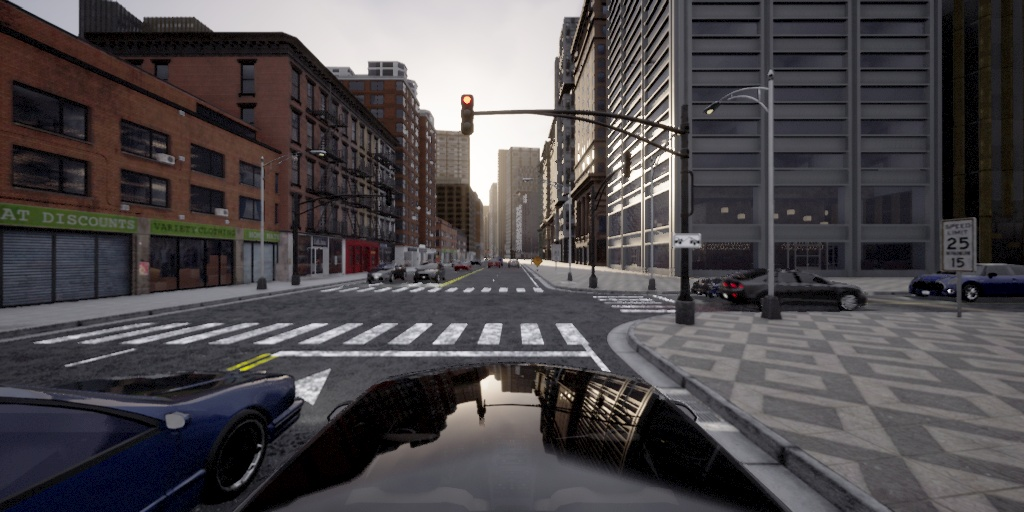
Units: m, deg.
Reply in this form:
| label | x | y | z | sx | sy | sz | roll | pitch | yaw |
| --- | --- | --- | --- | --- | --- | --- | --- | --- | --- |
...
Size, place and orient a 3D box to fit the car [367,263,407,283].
| label | x | y | z | sx | sy | sz | roll | pitch | yaw |
| --- | --- | --- | --- | --- | --- | --- | --- | --- | --- |
| car | -9.759 | 1.277 | 28.280 | 2.128 | 1.511 | 4.902 | 0 | 0 | 0 |

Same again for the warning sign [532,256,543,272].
| label | x | y | z | sx | sy | sz | roll | pitch | yaw |
| --- | --- | --- | --- | --- | --- | --- | --- | --- | --- |
| warning sign | 2.987 | 0.911 | 42.118 | 1.300 | 1.860 | 1.060 | 0 | 0 | 0 |

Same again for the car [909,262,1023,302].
| label | x | y | z | sx | sy | sz | roll | pitch | yaw |
| --- | --- | --- | --- | --- | --- | --- | --- | --- | --- |
| car | 21.783 | 1.144 | 16.904 | 4.553 | 1.767 | 2.097 | 0 | 0 | 1 |

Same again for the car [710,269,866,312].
| label | x | y | z | sx | sy | sz | roll | pitch | yaw |
| --- | --- | --- | --- | --- | --- | --- | --- | --- | --- |
| car | 10.689 | 1.283 | 13.840 | 4.892 | 1.490 | 1.837 | 0 | 0 | 1 |

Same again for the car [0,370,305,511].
| label | x | y | z | sx | sy | sz | roll | pitch | yaw |
| --- | --- | --- | --- | --- | --- | --- | --- | --- | --- |
| car | -3.150 | 1.297 | 1.353 | 2.033 | 1.411 | 5.357 | 0 | 0 | 0 |

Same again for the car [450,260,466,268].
| label | x | y | z | sx | sy | sz | roll | pitch | yaw |
| --- | --- | --- | --- | --- | --- | --- | --- | --- | --- |
| car | -9.541 | 1.369 | 63.672 | 2.033 | 1.411 | 5.357 | 0 | 0 | 0 |

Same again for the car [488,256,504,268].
| label | x | y | z | sx | sy | sz | roll | pitch | yaw |
| --- | --- | --- | --- | --- | --- | --- | --- | --- | --- |
| car | -2.952 | 1.159 | 61.621 | 2.097 | 1.767 | 4.553 | 0 | 0 | 1 |

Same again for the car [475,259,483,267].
| label | x | y | z | sx | sy | sz | roll | pitch | yaw |
| --- | --- | --- | --- | --- | --- | --- | --- | --- | --- |
| car | -6.291 | 1.121 | 63.632 | 1.895 | 1.301 | 4.718 | 0 | 0 | 0 |

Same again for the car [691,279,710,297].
| label | x | y | z | sx | sy | sz | roll | pitch | yaw |
| --- | --- | --- | --- | --- | --- | --- | --- | --- | --- |
| car | 11.523 | 1.334 | 16.979 | 5.357 | 1.411 | 2.033 | 0 | 0 | 1 |

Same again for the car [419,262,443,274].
| label | x | y | z | sx | sy | sz | roll | pitch | yaw |
| --- | --- | --- | --- | --- | --- | --- | --- | --- | --- |
| car | -9.707 | 1.396 | 43.367 | 1.895 | 1.301 | 4.718 | 0 | 0 | 0 |

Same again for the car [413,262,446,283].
| label | x | y | z | sx | sy | sz | roll | pitch | yaw |
| --- | --- | --- | --- | --- | --- | --- | --- | --- | --- |
| car | -6.521 | 1.289 | 28.716 | 1.837 | 1.490 | 4.892 | 0 | 1 | -1 |

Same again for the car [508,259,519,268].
| label | x | y | z | sx | sy | sz | roll | pitch | yaw |
| --- | --- | --- | --- | --- | --- | --- | --- | --- | --- |
| car | 0.302 | 1.298 | 61.237 | 2.128 | 1.511 | 4.902 | 0 | 0 | 0 |

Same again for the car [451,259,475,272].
| label | x | y | z | sx | sy | sz | roll | pitch | yaw |
| --- | --- | --- | --- | --- | --- | --- | --- | --- | --- |
| car | -6.441 | 1.399 | 47.370 | 1.895 | 1.301 | 4.718 | 0 | 0 | 0 |
